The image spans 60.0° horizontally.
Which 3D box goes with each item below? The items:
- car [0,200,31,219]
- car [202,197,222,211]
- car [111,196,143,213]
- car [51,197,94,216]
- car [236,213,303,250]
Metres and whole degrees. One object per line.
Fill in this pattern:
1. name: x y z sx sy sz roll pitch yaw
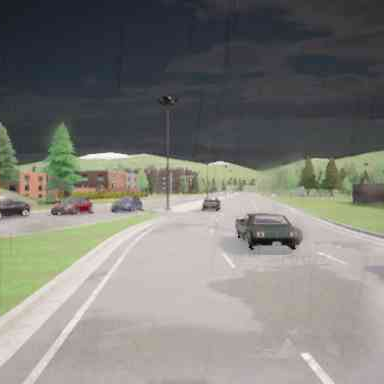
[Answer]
1. car: -15.172 1.393 26.780 1.837 1.490 4.892 0 0 12
2. car: 2.307 1.338 37.907 2.128 1.511 4.902 0 0 9
3. car: -6.611 1.211 34.239 2.097 1.767 4.553 0 0 10
4. car: -10.859 1.226 30.429 2.097 1.767 4.553 0 0 10
5. car: 3.021 1.544 14.079 1.895 1.301 4.718 0 0 0
